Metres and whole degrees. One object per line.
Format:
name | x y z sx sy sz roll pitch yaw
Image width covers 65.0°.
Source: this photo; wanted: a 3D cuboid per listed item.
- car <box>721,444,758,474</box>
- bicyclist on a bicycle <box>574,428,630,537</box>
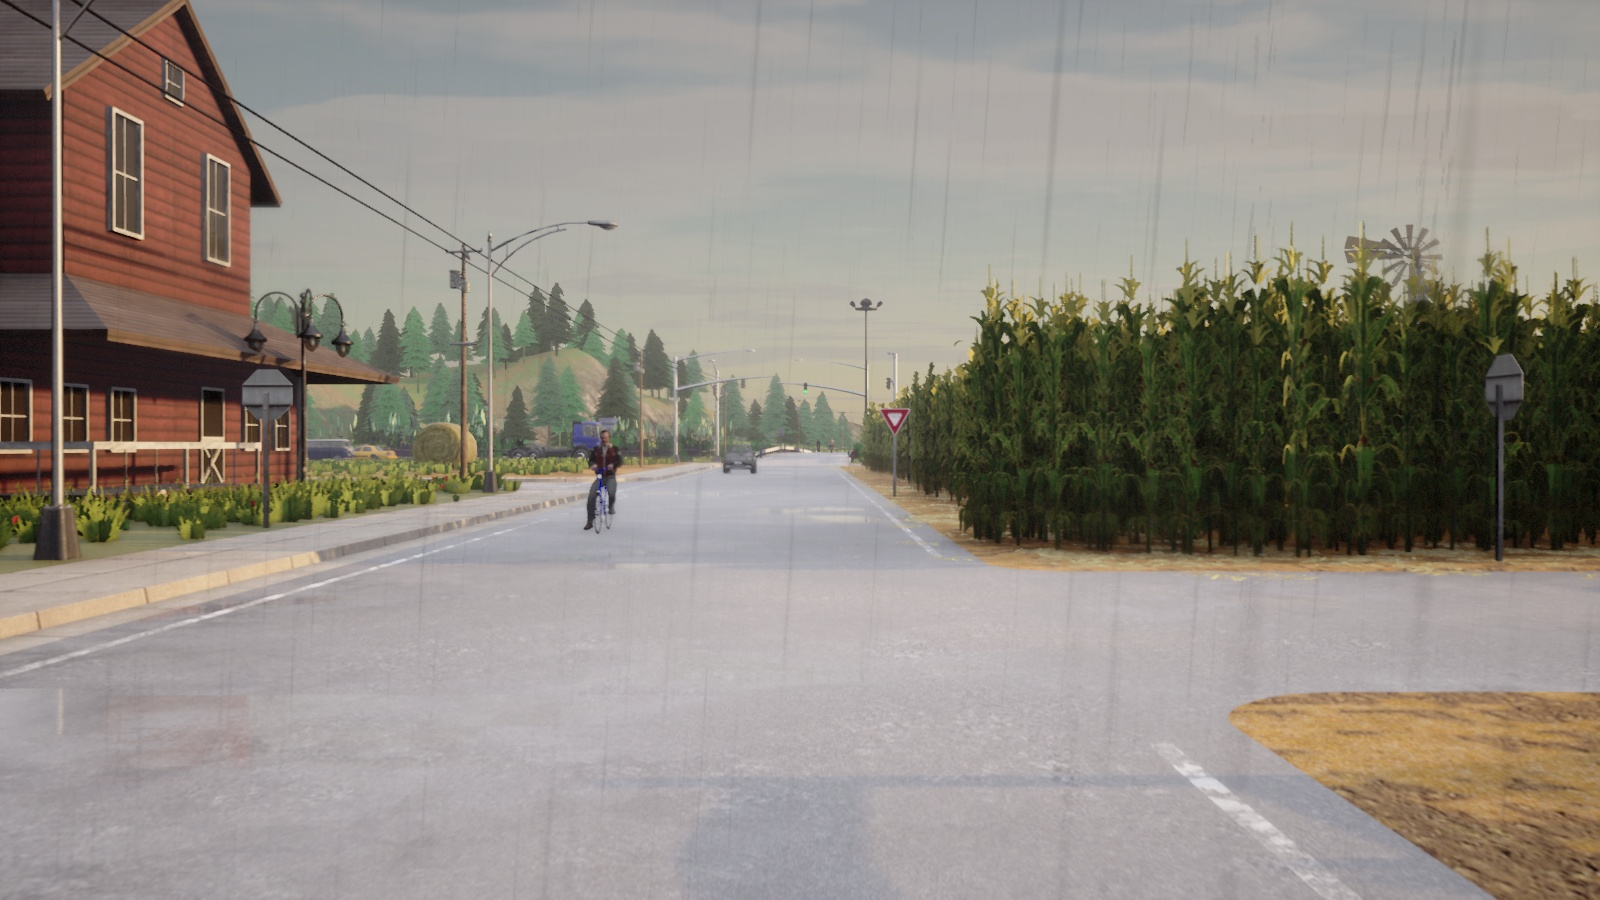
car | -3.165 0.467 66.400 1.789 1.549 3.705 0 0 0
bicyclist on a bicycle | -3.381 0.532 21.525 0.659 1.776 1.843 0 0 0
